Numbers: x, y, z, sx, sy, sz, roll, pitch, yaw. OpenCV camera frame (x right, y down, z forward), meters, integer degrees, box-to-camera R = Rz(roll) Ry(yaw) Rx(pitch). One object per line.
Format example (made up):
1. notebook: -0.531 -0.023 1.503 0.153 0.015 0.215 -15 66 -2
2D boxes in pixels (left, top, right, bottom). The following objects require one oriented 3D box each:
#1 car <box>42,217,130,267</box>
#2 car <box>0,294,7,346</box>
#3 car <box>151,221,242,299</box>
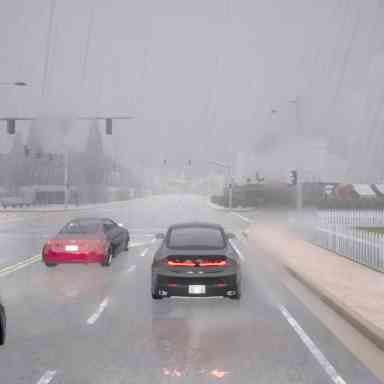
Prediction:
1. car: -3.418 1.563 11.451 1.994 1.385 4.181 0 0 0
2. car: -3.408 1.491 2.543 2.128 1.511 4.902 0 0 0
3. car: 0.087 1.505 8.413 1.837 1.490 4.892 0 0 0
